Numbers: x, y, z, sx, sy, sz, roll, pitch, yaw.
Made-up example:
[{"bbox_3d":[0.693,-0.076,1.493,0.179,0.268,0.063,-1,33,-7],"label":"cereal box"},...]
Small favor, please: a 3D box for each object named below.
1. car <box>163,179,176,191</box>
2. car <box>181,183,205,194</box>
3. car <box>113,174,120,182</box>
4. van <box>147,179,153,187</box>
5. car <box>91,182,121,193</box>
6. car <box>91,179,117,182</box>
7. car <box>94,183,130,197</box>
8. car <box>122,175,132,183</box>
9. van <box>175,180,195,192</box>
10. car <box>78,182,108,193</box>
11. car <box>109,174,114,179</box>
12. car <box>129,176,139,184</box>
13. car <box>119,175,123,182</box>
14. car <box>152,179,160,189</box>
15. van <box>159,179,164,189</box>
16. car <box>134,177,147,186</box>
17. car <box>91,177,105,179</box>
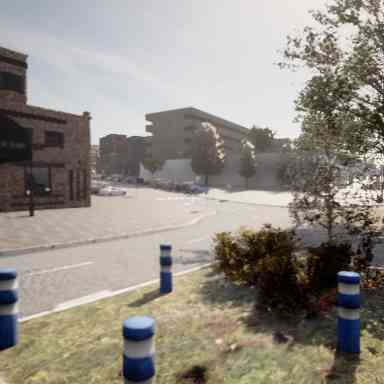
[{"bbox_3d":[-2.439,-1.204,66.910,2.435,2.045,5.566,6,5,36],"label":"car"},{"bbox_3d":[0.863,-0.450,61.972,2.097,1.535,5.008,5,5,36],"label":"car"},{"bbox_3d":[-17.495,-3.483,89.308,2.435,2.045,5.566,5,5,35],"label":"car"},{"bbox_3d":[-7.329,-1.941,74.507,1.878,1.987,4.442,5,5,36],"label":"van"},{"bbox_3d":[-13.739,-0.367,53.259,2.163,1.488,4.792,5,6,34],"label":"car"},{"bbox_3d":[-15.438,-0.767,55.636,2.185,1.767,4.553,5,6,34],"label":"car"},{"bbox_3d":[-12.044,-0.108,50.843,2.002,1.452,4.674,4,6,34],"label":"car"},{"bbox_3d":[-14.085,-2.977,84.374,2.435,2.045,5.566,5,5,35],"label":"car"},{"bbox_3d":[-0.707,-0.930,64.544,1.878,1.987,4.442,5,5,36],"label":"van"},{"bbox_3d":[-17.187,-0.856,57.992,2.163,1.488,4.792,5,6,34],"label":"car"},{"bbox_3d":[-19.340,-3.481,91.592,1.946,1.575,5.366,6,5,35],"label":"car"},{"bbox_3d":[-12.408,-2.443,81.910,2.163,1.488,4.792,5,5,36],"label":"car"},{"bbox_3d":[-15.816,-2.978,86.842,2.231,1.521,4.892,5,5,35],"label":"car"},{"bbox_3d":[-5.761,-1.584,71.903,2.185,1.767,4.553,5,5,36],"label":"car"},{"bbox_3d":[-4.146,-1.429,69.331,1.878,1.987,4.442,6,5,36],"label":"van"},{"bbox_3d":[-10.733,-2.218,79.405,2.231,1.521,4.892,6,5,36],"label":"car"},{"bbox_3d":[-18.854,-1.260,60.421,2.185,1.767,4.553,5,6,34],"label":"car"}]
